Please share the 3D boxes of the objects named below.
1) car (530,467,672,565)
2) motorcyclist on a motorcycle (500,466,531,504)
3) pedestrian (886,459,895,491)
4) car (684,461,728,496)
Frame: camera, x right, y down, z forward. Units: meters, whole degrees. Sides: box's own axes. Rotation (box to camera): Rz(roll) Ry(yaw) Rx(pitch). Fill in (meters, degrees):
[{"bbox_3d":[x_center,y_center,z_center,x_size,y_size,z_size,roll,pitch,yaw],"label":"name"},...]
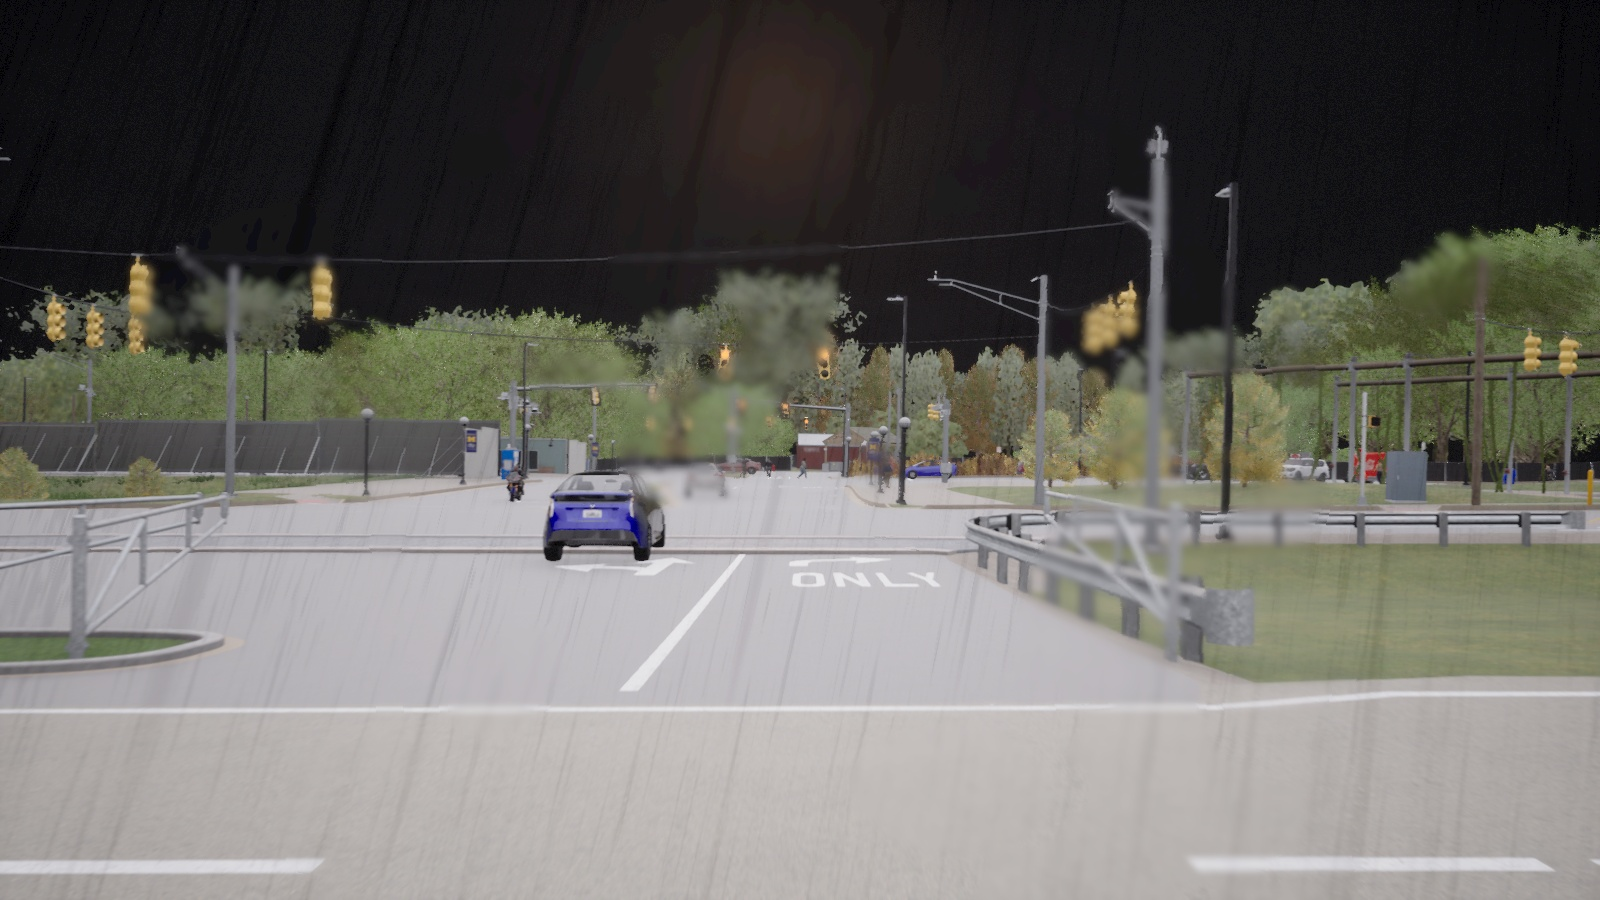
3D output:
[{"bbox_3d":[-3.519,1.120,22.991,2.007,1.525,4.514,0,0,-2],"label":"car"},{"bbox_3d":[-11.755,1.420,51.954,0.866,1.530,2.191,0,0,-3],"label":"motorcyclist on a motorcycle"},{"bbox_3d":[5.581,1.552,77.757,0.423,1.949,0.788,1,0,-3],"label":"pedestrian"},{"bbox_3d":[-4.800,1.429,64.453,2.152,1.651,5.027,1,0,-4],"label":"car"}]
